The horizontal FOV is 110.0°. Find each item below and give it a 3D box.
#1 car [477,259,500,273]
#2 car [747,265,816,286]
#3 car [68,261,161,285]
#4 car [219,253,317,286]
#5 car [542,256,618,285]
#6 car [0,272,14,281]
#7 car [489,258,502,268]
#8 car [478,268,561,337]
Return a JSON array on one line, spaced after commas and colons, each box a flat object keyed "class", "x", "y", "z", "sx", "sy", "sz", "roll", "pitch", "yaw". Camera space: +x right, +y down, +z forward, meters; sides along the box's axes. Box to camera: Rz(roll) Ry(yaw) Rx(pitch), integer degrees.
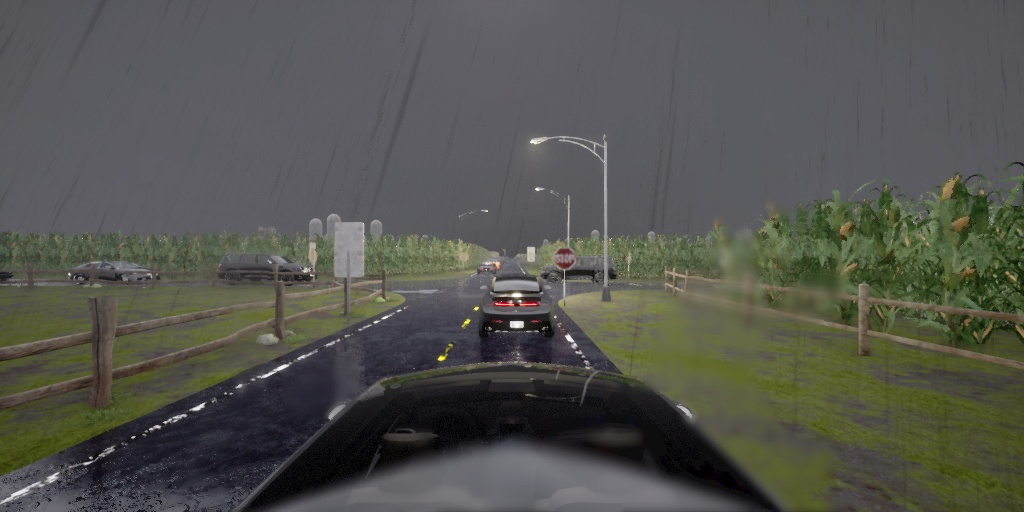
[{"class": "car", "x": -2.786, "y": 1.304, "z": 40.928, "sx": 1.994, "sy": 1.385, "sz": 4.181, "roll": 0, "pitch": 0, "yaw": 0}, {"class": "car", "x": 19.589, "y": 1.394, "z": 25.875, "sx": 4.902, "sy": 1.511, "sz": 2.128, "roll": 0, "pitch": -1, "yaw": 1}, {"class": "car", "x": -25.873, "y": 1.086, "z": 23.452, "sx": 4.902, "sy": 1.511, "sz": 2.128, "roll": 0, "pitch": -1, "yaw": 1}, {"class": "car", "x": -15.823, "y": 0.870, "z": 23.357, "sx": 5.566, "sy": 2.045, "sz": 2.150, "roll": 0, "pitch": -1, "yaw": 0}, {"class": "car", "x": 4.786, "y": 1.025, "z": 26.049, "sx": 5.566, "sy": 2.045, "sz": 2.150, "roll": 1, "pitch": -1, "yaw": 1}, {"class": "car", "x": -36.151, "y": 1.143, "z": 23.575, "sx": 4.718, "sy": 1.301, "sz": 1.895, "roll": 0, "pitch": -1, "yaw": 1}, {"class": "car", "x": -2.757, "y": 1.086, "z": 51.018, "sx": 2.097, "sy": 1.767, "sz": 4.553, "roll": 0, "pitch": 0, "yaw": 0}, {"class": "car", "x": 0.111, "y": 1.256, "z": 10.283, "sx": 1.837, "sy": 1.490, "sz": 4.892, "roll": 0, "pitch": 0, "yaw": 0}]
